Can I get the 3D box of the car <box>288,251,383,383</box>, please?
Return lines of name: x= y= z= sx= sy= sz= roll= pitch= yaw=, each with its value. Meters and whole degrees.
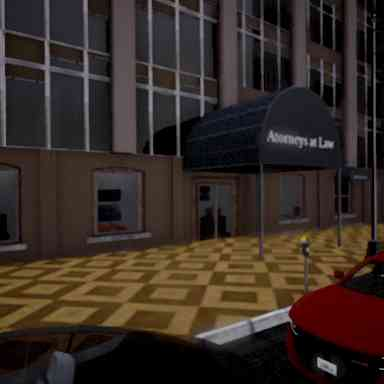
car: x=3.218 y=1.544 z=4.714 sx=4.507 sy=1.381 sz=1.887 roll=0 pitch=-1 yaw=-35

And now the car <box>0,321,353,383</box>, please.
car: x=-1.423 y=1.566 z=1.432 sx=4.313 sy=1.339 sz=1.947 roll=0 pitch=-1 yaw=-35
